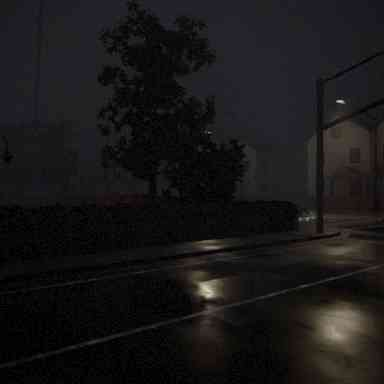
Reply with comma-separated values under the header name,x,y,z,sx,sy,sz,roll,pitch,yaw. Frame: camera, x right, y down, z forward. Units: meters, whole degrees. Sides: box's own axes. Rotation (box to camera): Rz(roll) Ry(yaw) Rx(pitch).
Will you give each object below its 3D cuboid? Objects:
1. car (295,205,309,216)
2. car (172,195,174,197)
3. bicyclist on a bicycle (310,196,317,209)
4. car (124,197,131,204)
name,x,y,z,sx,sy,sz,roll,pitch,yaw
car,8.470,1.547,31.857,2.033,1.411,5.357,0,0,-35
car,-3.512,1.352,55.284,2.097,1.767,4.553,0,0,-35
bicyclist on a bicycle,15.200,1.303,41.376,1.656,1.620,0.582,0,0,-35
car,-10.517,1.553,58.974,1.812,1.442,4.674,0,0,-35
